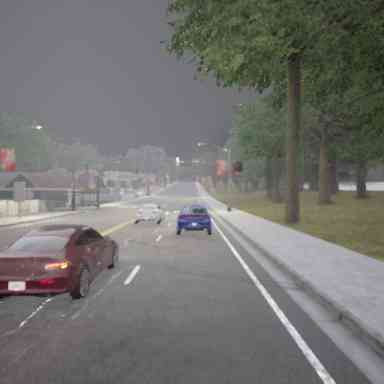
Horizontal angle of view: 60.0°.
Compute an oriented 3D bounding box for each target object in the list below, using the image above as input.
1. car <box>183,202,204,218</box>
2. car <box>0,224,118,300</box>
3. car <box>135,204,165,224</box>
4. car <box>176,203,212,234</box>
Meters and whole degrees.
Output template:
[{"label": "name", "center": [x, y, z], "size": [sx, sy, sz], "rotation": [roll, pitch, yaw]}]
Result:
[{"label": "car", "center": [0.107, 1.719, 32.337], "size": [1.895, 1.301, 4.718], "rotation": [0, 0, 0]}, {"label": "car", "center": [-3.154, 1.536, 8.296], "size": [1.812, 1.442, 4.674], "rotation": [0, 0, 0]}, {"label": "car", "center": [-3.146, 1.609, 25.324], "size": [1.812, 1.442, 4.674], "rotation": [0, 0, 0]}, {"label": "car", "center": [0.104, 1.532, 19.523], "size": [1.882, 1.535, 5.008], "rotation": [0, -1, 0]}]
